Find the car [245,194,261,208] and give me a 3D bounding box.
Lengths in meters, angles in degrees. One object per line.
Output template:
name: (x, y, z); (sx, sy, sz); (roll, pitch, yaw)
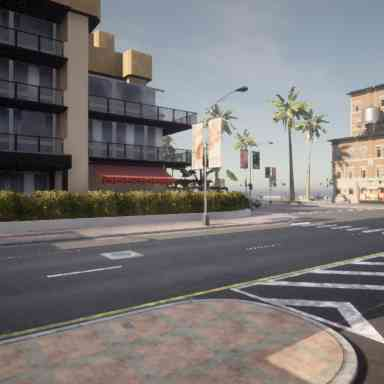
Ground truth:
car: (7.433, 1.221, 48.093); (2.150, 2.045, 5.566); (0, 0, -35)
